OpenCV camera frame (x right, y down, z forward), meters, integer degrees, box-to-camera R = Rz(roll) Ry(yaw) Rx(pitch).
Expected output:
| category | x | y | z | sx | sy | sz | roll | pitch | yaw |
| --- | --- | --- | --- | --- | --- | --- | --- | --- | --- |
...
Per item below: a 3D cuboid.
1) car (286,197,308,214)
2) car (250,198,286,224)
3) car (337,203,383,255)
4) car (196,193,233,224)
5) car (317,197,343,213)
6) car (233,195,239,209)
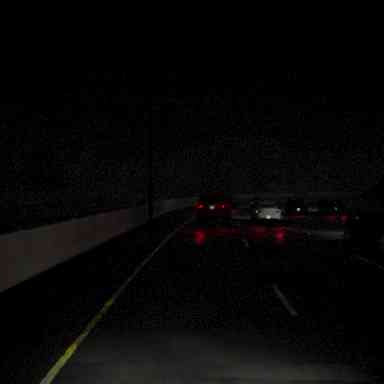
| category | x | y | z | sx | sy | sz | roll | pitch | yaw |
| --- | --- | --- | --- | --- | --- | --- | --- | --- | --- |
| car | 10.059 | 1.297 | 32.509 | 1.837 | 1.490 | 4.892 | 0 | 0 | 10 |
| car | 5.156 | 1.375 | 23.512 | 1.812 | 1.442 | 4.674 | 0 | 0 | 7 |
| car | 7.622 | 1.397 | 12.827 | 1.882 | 1.535 | 5.008 | 0 | 0 | 4 |
| car | 1.597 | 1.065 | 23.412 | 2.150 | 2.045 | 5.566 | 0 | 0 | 7 |
| car | 13.702 | 1.283 | 32.979 | 2.128 | 1.511 | 4.902 | 0 | 0 | 10 |
| car | 4.557 | 1.089 | 40.641 | 2.097 | 1.767 | 4.553 | 0 | 0 | 12 |
